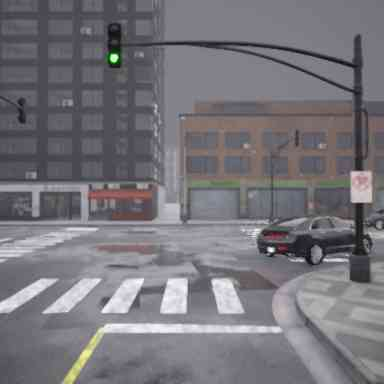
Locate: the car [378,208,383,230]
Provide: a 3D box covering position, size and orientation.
[{"bbox_3d":[13.480,1.762,19.441,4.181,1.385,1.994,0,-1,0],"label":"car"}]

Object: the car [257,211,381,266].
[{"bbox_3d":[4.459,1.577,11.846,4.892,1.490,1.837,0,-4,-35],"label":"car"}]

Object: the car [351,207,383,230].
[{"bbox_3d":[13.773,1.764,22.691,4.892,1.490,1.837,0,-1,0],"label":"car"}]
